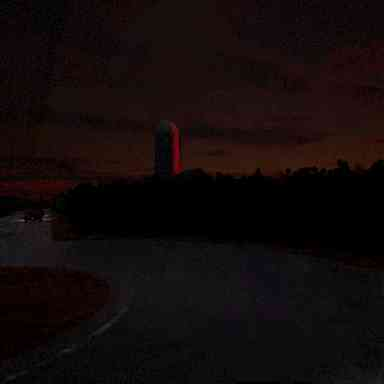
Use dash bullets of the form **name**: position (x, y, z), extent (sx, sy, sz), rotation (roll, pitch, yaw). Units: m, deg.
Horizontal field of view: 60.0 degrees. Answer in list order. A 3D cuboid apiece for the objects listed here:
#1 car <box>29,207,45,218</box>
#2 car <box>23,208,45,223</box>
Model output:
- **car**: position (-23.590, 3.121, 50.781), extent (1.994, 1.385, 4.181), rotation (0, -1, -23)
- **car**: position (-18.726, 2.804, 39.375), extent (1.812, 1.442, 4.674), rotation (0, -1, -23)
